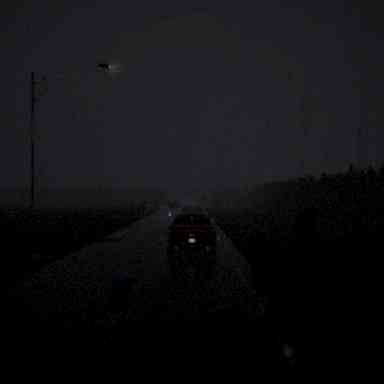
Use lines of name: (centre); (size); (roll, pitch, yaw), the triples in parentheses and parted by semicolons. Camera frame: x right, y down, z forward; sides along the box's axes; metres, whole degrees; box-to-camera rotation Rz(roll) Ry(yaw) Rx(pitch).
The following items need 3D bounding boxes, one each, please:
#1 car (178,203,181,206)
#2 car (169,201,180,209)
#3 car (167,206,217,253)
car: (0.007, 1.870, 29.122); (1.895, 1.301, 4.718); (0, 0, 0)
car: (-2.742, 2.086, 54.096); (1.895, 1.301, 4.718); (0, -1, 0)
car: (0.010, 1.614, 14.493); (1.882, 1.535, 5.008); (0, 0, 0)
